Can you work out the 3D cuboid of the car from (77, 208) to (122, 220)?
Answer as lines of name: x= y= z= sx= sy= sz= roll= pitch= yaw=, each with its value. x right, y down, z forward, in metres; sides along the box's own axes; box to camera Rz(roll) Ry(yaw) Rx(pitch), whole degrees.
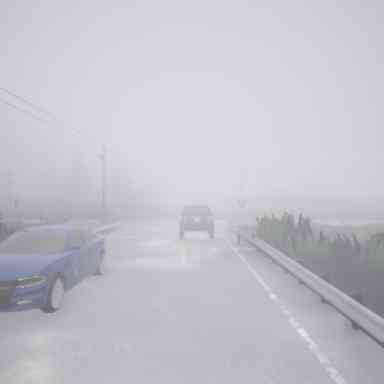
car: x=-10.280 y=2.496 z=37.141 sx=4.902 sy=1.511 sz=2.128 roll=0 pitch=-1 yaw=1

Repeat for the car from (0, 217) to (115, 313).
car: x=-3.500 y=1.573 z=8.072 sx=1.882 sy=1.535 sz=5.008 roll=0 pitch=-2 yaw=1

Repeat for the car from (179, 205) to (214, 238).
car: x=0.293 y=1.861 z=22.005 sx=2.150 sy=2.045 sz=5.566 roll=0 pitch=-3 yaw=0
